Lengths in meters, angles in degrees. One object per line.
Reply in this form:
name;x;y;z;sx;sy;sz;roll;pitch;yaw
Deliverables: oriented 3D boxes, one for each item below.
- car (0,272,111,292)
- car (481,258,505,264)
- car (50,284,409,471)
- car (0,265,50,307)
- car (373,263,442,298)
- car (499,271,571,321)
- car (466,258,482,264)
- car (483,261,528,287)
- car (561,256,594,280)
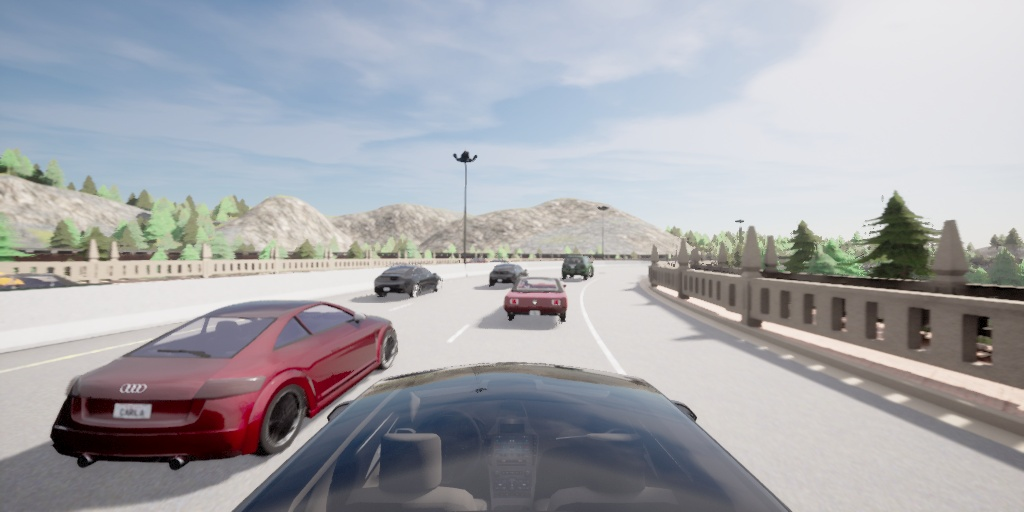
car;-16.891;1.276;11.911;1.895;1.301;4.718;0;0;6
car;-2.190;1.318;55.270;1.837;1.490;4.892;0;0;31
car;-3.184;1.301;5.085;1.994;1.385;4.181;0;0;2
car;-20.316;1.136;12.421;1.882;1.535;5.008;0;0;7
car;-5.131;1.242;18.301;1.837;1.490;4.892;0;0;10
car;0.961;1.364;12.547;1.895;1.301;4.718;0;0;8
car;-5.652;1.121;56.309;2.097;1.767;4.553;0;0;31
car;-0.152;1.271;24.410;1.837;1.490;4.892;0;0;14
car;5.888;1.022;31.795;2.150;2.045;5.566;0;0;20
